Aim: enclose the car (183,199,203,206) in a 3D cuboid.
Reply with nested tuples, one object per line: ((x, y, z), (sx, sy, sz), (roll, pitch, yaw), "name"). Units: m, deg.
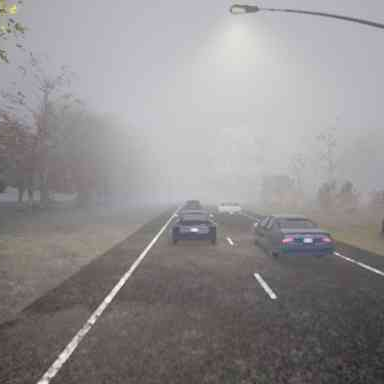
((0.099, 1.521, 33.780), (1.837, 1.490, 4.892), (0, 0, 0), "car")

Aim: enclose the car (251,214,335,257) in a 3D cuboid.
((3.601, 1.553, 12.835), (2.033, 1.411, 5.357), (0, 0, 0), "car")

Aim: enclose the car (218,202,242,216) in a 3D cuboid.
((3.598, 1.616, 32.478), (1.895, 1.301, 4.718), (0, 0, 0), "car")

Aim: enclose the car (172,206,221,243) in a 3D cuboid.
((0.099, 1.571, 16.055), (1.994, 1.385, 4.181), (0, 0, 0), "car")
